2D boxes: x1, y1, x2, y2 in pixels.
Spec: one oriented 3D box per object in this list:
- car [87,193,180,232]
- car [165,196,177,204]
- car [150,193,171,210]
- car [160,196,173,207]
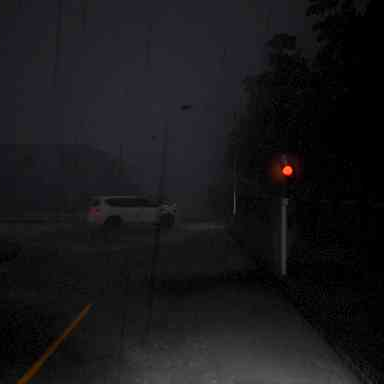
[{"bbox_3d":[-3.504,1.224,20.245,5.566,2.045,2.150,0,1,-27],"label":"car"},{"bbox_3d":[-4.018,1.526,64.161,1.812,1.442,4.674,0,0,1],"label":"car"},{"bbox_3d":[-4.076,1.221,43.916,2.150,2.045,5.566,0,0,0],"label":"car"},{"bbox_3d":[-4.062,1.505,53.834,1.837,1.490,4.892,0,0,0],"label":"car"}]
